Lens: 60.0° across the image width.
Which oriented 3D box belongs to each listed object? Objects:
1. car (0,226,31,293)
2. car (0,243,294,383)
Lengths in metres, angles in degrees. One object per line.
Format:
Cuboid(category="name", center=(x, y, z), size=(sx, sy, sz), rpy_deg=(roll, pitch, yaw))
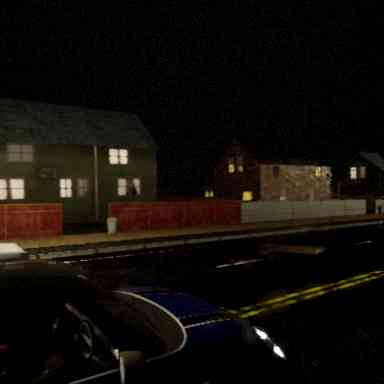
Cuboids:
Cuboid(category="car", center=(-6.256, 1.598, 7.202), size=(4.718, 1.301, 1.895), rpy_deg=(0, 0, -35))
Cuboid(category="car", center=(-1.279, 1.355, 2.524), size=(4.553, 1.767, 2.097), rpy_deg=(0, 0, -36))
